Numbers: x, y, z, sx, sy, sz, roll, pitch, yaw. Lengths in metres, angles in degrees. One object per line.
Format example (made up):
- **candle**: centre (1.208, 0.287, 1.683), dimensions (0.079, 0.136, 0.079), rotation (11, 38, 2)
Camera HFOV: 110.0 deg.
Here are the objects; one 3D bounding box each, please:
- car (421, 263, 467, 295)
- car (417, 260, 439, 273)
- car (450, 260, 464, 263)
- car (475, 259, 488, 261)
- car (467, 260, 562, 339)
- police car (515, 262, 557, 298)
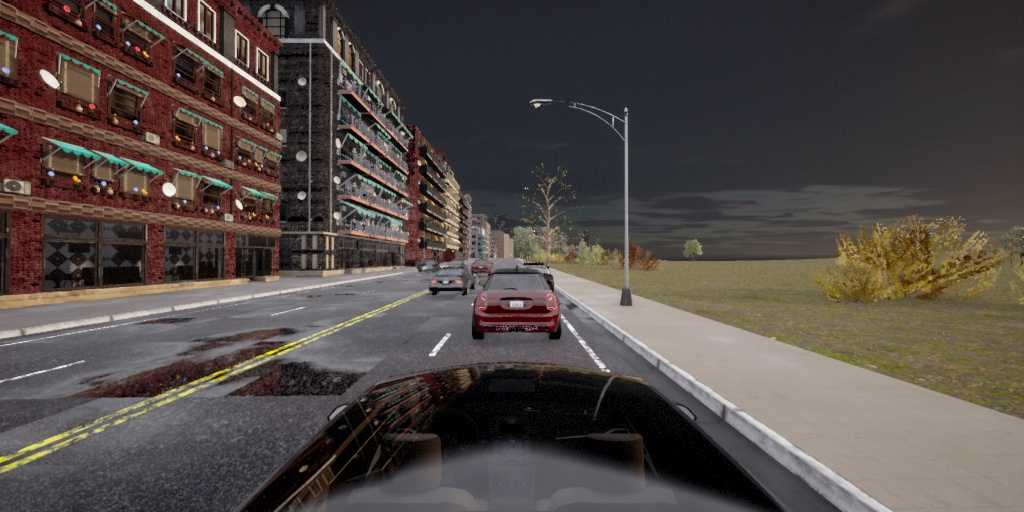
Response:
- **car**: centre (-3.116, 1.304, 19.576), dimensions (2.033, 1.411, 5.357), rotation (0, 0, 1)
- **car**: centre (-9.771, 1.254, 42.351), dimensions (2.128, 1.511, 4.902), rotation (0, 0, 0)
- **car**: centre (-6.520, 1.267, 42.113), dimensions (1.837, 1.490, 4.892), rotation (0, 0, 0)
- **car**: centre (-3.073, 1.113, 37.738), dimensions (2.097, 1.767, 4.553), rotation (0, 0, 0)
- **car**: centre (0.111, 1.106, 10.189), dimensions (2.097, 1.767, 4.553), rotation (0, 0, 0)
- **police car**: centre (1.171, 1.182, 19.685), dimensions (1.930, 1.638, 5.238), rotation (0, 0, 0)
